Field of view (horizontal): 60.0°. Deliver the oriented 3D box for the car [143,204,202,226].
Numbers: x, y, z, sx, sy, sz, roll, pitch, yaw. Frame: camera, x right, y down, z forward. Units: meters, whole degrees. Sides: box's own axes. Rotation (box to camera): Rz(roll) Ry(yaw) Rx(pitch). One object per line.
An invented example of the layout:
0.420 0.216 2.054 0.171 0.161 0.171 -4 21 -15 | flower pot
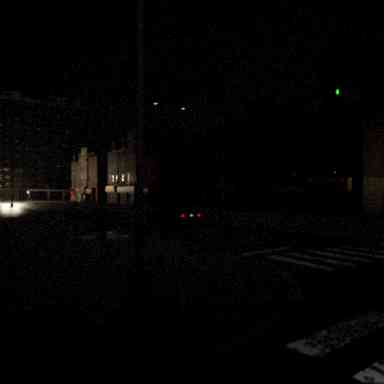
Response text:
-1.485 1.576 23.561 2.033 1.411 5.357 0 0 -35 | car
